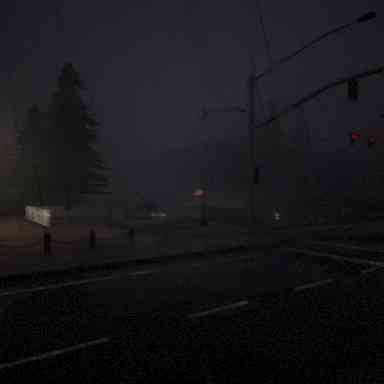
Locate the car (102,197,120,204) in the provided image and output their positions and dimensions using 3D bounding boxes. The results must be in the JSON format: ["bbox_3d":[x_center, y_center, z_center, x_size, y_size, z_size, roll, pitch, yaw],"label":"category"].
[{"bbox_3d":[-15.893,1.665,64.731,1.895,1.301,4.718,0,0,-36],"label":"car"}]

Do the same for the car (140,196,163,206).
[{"bbox_3d":[-7.226,1.550,58.707,1.882,1.535,5.008,0,0,-35],"label":"car"}]

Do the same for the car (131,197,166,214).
[{"bbox_3d":[-4.594,1.609,36.701,1.994,1.385,4.181,0,0,-36],"label":"car"}]

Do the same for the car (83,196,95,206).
[{"bbox_3d":[-17.851,1.396,55.417,2.097,1.767,4.553,0,0,-35],"label":"car"}]

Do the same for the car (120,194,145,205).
[{"bbox_3d":[-9.642,1.285,56.069,2.150,2.045,5.566,0,0,-33],"label":"car"}]

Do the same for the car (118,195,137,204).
[{"bbox_3d":[-13.010,1.425,66.717,2.097,1.767,4.553,0,0,-36],"label":"car"}]

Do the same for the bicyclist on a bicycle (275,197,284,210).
[{"bbox_3d":[10.804,1.384,40.919,1.656,1.620,0.582,0,0,-36],"label":"bicyclist on a bicycle"}]
